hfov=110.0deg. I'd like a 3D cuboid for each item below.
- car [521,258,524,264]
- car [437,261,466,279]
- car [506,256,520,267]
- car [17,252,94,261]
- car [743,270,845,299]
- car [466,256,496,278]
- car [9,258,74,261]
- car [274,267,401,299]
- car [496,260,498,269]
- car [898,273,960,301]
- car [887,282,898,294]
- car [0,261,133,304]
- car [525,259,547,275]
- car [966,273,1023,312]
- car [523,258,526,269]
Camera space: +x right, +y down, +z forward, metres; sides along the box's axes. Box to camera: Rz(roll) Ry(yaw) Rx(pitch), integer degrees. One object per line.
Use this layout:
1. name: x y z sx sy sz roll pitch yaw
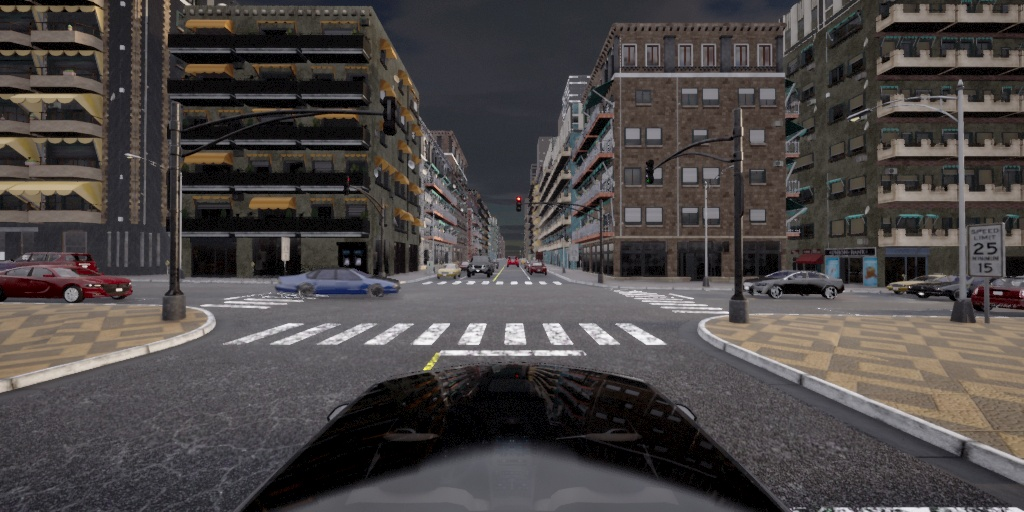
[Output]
1. car: 2.741 1.346 54.868 1.802 1.307 4.207 0 0 0
2. car: -5.660 1.282 32.626 1.751 1.417 4.829 0 0 0
3. car: 0.159 0.989 64.530 2.150 2.045 5.566 0 0 0
4. car: -28.627 0.686 21.969 5.009 1.841 2.192 0 0 0
5. car: 15.323 1.522 19.678 4.902 1.511 2.128 1 -1 -1
6. car: -3.068 0.979 35.202 2.150 2.045 5.566 0 0 0
7. car: -23.831 0.936 16.216 5.357 1.411 2.033 1 -1 0
8. car: -8.188 1.259 17.271 5.357 1.411 2.033 2 0 -14
9. car: -3.057 1.265 45.241 1.837 1.490 4.892 0 0 0
10. car: 25.182 1.732 19.739 5.357 1.411 2.033 1 -1 0
11. car: 26.266 1.755 22.300 4.829 1.417 1.751 0 0 0
12. car: -17.251 1.011 13.664 4.507 1.381 1.888 0 0 0
13. car: 2.726 1.303 38.297 1.888 1.381 4.507 0 0 0
14. car: 20.846 1.500 13.950 4.097 1.591 1.967 0 0 0
15. car: 2.731 1.200 43.821 1.967 1.591 4.097 0 0 0
